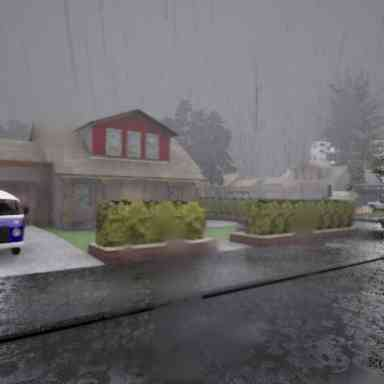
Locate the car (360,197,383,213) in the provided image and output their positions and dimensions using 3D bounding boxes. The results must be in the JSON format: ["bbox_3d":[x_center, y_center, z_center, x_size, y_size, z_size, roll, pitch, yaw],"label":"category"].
[{"bbox_3d":[22.356,1.497,39.810,3.866,1.878,1.905,1,0,-1],"label":"car"}]
